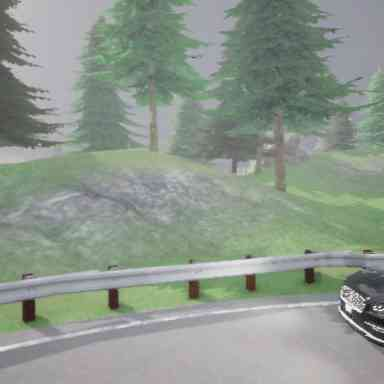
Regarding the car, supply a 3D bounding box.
[{"bbox_3d":[4.664,1.434,4.650,4.892,1.490,1.837,1,0,2],"label":"car"}]
